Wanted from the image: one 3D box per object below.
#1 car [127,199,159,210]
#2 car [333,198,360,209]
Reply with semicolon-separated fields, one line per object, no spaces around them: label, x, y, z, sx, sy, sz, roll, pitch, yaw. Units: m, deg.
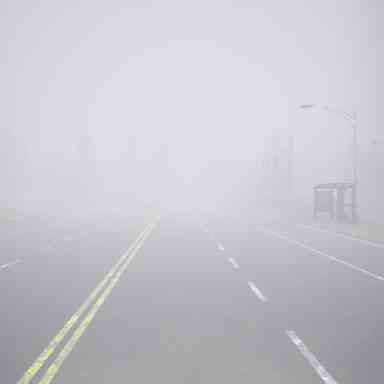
car;-6.266;1.573;42.236;1.895;1.301;4.718;0;0;-42
car;17.710;1.436;40.246;4.902;1.511;2.128;0;0;-2
